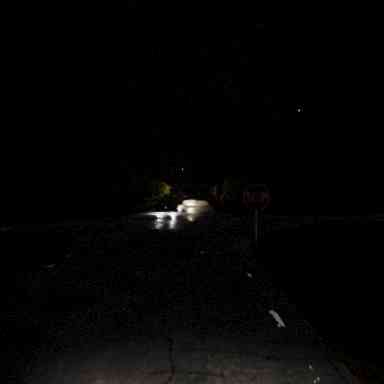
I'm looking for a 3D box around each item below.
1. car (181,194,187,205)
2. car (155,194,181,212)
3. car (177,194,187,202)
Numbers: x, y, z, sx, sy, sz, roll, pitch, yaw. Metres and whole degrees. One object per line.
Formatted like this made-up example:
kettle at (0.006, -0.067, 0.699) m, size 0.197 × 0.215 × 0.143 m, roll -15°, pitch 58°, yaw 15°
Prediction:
car at (-2.187, 1.052, 46.131) m, size 2.128 × 1.511 × 4.902 m, roll 0°, pitch 1°, yaw 1°
car at (-2.360, 1.182, 31.985) m, size 1.994 × 1.385 × 4.181 m, roll 0°, pitch 1°, yaw 1°
car at (-1.927, 1.109, 67.390) m, size 1.837 × 1.490 × 4.892 m, roll 0°, pitch 0°, yaw 1°
